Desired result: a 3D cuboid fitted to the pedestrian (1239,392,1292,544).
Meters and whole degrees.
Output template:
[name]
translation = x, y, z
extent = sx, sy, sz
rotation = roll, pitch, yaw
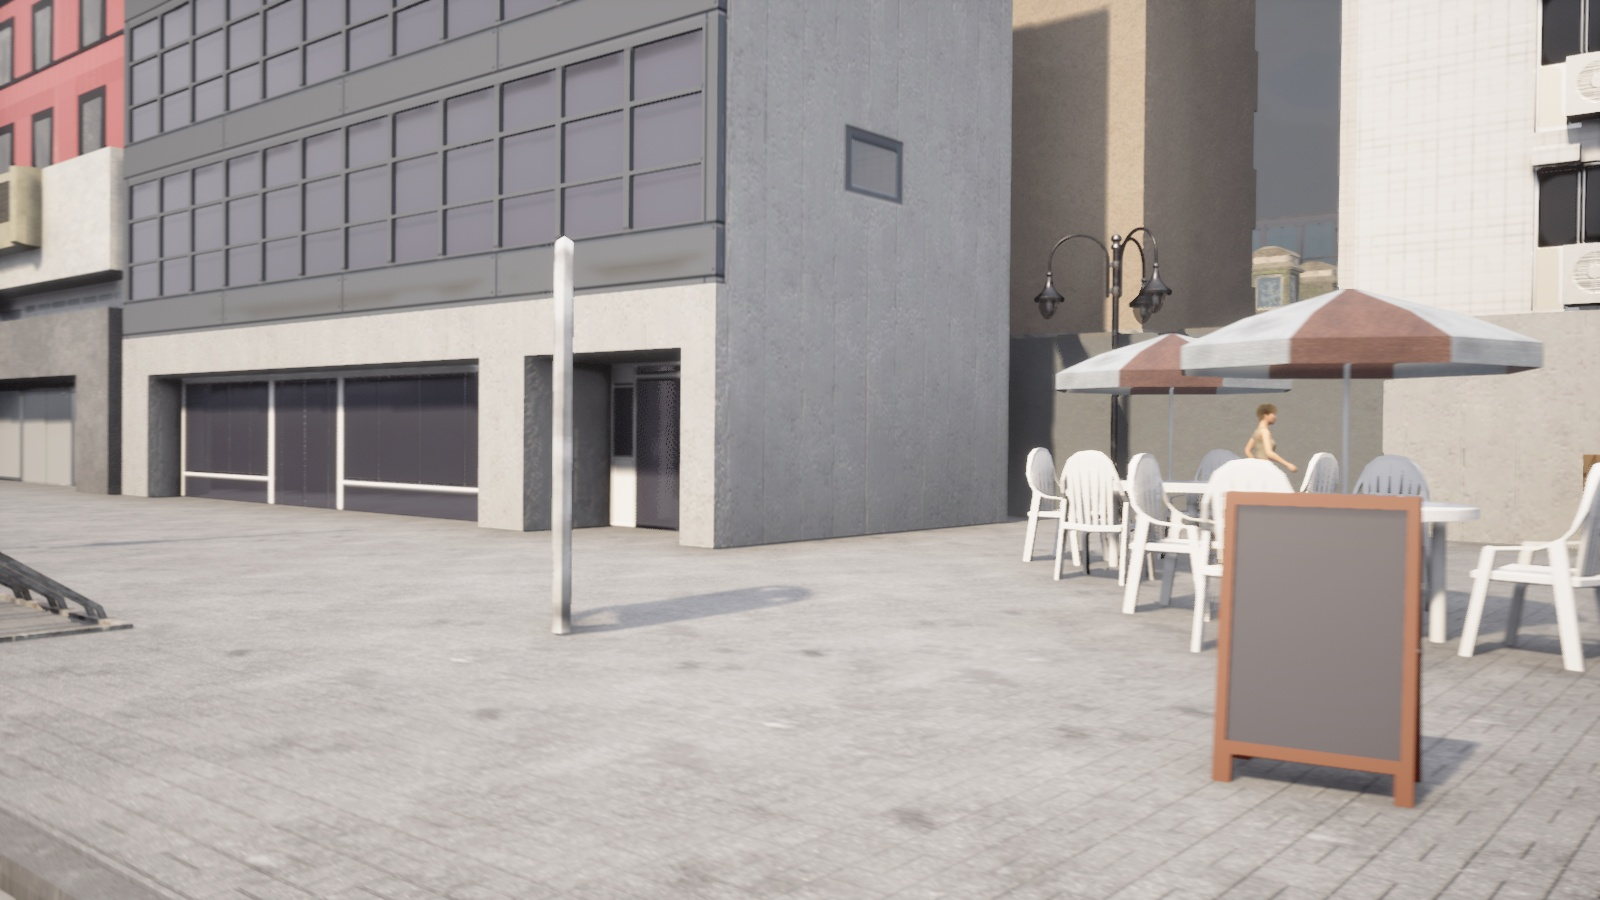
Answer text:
[pedestrian]
translation = 5.715, 0.218, 15.431
extent = 0.594, 1.836, 0.345
rotation = 0, 1, 18
